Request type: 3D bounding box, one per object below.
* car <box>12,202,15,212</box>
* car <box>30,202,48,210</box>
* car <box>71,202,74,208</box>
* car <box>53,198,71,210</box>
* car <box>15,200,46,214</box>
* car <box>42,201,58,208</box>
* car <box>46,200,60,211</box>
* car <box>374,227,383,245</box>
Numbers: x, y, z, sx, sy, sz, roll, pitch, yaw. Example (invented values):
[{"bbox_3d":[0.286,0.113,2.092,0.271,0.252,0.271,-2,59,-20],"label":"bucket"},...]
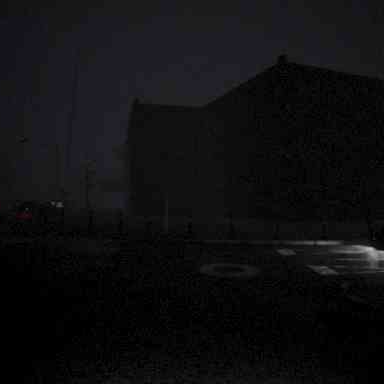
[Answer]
[{"bbox_3d":[-24.845,1.955,49.048,2.097,1.767,4.553,1,-2,-12],"label":"car"},{"bbox_3d":[-27.068,2.504,59.047,1.994,1.385,4.181,1,-2,-12],"label":"car"},{"bbox_3d":[-25.988,2.504,69.362,2.097,1.767,4.553,1,-2,-12],"label":"car"},{"bbox_3d":[-23.987,2.211,60.186,2.150,2.045,5.566,1,-2,-12],"label":"car"},{"bbox_3d":[-19.227,1.808,39.870,1.837,1.490,4.892,1,-3,-15],"label":"car"},{"bbox_3d":[-29.082,2.623,68.287,2.033,1.411,5.357,1,-2,-12],"label":"car"},{"bbox_3d":[-21.842,2.224,50.389,1.994,1.385,4.181,1,-2,-12],"label":"car"},{"bbox_3d":[9.907,1.682,13.868,4.181,1.385,1.994,0,0,-9],"label":"car"}]
